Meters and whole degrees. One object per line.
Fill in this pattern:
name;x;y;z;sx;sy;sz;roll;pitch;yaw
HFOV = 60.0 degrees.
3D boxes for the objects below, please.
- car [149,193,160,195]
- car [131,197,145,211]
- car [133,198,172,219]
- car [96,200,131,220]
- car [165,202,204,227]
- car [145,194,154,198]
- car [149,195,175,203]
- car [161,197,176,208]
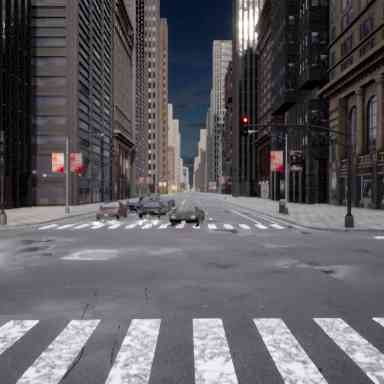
car;-6.677;1.170;57.782;2.150;2.045;5.566;0;0;1
car;-6.673;1.577;37.092;1.895;1.301;4.718;0;0;0
car;-3.381;1.531;29.420;2.033;1.411;5.357;0;0;4
car;-6.653;1.510;27.984;1.812;1.442;4.674;0;0;0
car;-0.255;1.591;22.908;1.895;1.301;4.718;0;0;8
car;-6.693;1.470;47.332;1.837;1.490;4.892;0;0;0
car;-3.424;1.466;39.160;2.128;1.511;4.902;0;0;0
car;-3.452;1.510;49.712;2.033;1.411;5.357;0;0;0
